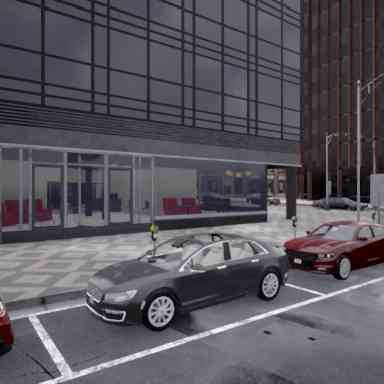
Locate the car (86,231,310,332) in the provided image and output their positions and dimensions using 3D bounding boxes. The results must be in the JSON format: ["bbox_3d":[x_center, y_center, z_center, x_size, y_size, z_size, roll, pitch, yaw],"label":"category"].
[{"bbox_3d":[0.123,1.550,6.741,4.403,1.369,2.008,0,0,-36],"label":"car"}]

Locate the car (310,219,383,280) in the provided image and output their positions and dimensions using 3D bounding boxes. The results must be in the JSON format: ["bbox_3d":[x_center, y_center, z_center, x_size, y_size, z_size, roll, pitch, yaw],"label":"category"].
[{"bbox_3d":[4.564,1.543,9.912,4.507,1.381,1.887,0,0,-36],"label":"car"}]

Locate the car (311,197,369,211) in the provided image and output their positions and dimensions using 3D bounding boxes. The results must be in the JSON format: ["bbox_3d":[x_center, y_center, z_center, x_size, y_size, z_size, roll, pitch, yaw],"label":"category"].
[{"bbox_3d":[14.933,1.197,33.792,2.033,1.411,5.357,0,1,-41],"label":"car"}]

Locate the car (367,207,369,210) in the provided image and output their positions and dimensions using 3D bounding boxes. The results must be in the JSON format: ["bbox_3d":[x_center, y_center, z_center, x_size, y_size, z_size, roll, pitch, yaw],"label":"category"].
[{"bbox_3d":[9.005,1.438,13.084,4.097,1.590,1.967,0,0,-36],"label":"car"}]

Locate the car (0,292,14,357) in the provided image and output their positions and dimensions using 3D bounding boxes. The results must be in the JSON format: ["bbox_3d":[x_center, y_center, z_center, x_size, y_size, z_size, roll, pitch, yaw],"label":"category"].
[{"bbox_3d":[-4.318,1.440,3.570,4.097,1.590,1.967,0,0,-36],"label":"car"}]

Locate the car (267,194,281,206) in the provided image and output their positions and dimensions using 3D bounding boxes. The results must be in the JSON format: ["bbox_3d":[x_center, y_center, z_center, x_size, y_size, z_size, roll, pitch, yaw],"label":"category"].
[{"bbox_3d":[9.002,0.956,42.156,1.837,1.490,4.892,0,1,-36],"label":"car"}]
